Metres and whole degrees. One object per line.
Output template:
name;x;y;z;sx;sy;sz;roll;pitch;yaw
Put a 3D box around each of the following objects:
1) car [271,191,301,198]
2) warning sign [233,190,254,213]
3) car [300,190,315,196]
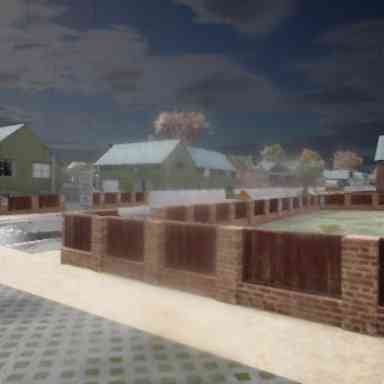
car;11.860;0.855;42.528;1.895;1.301;4.718;2;2;36
warning sign;4.254;0.744;27.468;1.300;1.860;1.060;1;1;35
car;17.430;0.428;50.502;2.097;1.767;4.553;2;2;35
